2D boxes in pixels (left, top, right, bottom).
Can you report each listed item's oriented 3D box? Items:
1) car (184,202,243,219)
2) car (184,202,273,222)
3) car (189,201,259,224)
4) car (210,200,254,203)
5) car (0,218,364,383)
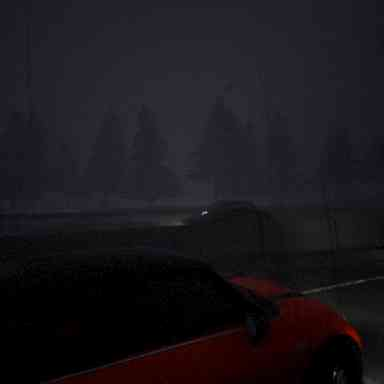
[{"bbox_3d":[1.838,1.524,28.359,4.718,1.301,1.895,0,0,-23],"label":"car"},{"bbox_3d":[1.862,1.462,16.794,4.892,1.490,1.837,0,0,-26],"label":"car"},{"bbox_3d":[2.411,1.441,24.747,4.892,1.490,1.837,0,0,-23],"label":"car"},{"bbox_3d":[2.118,1.298,20.788,4.553,1.767,2.097,0,0,-24],"label":"car"},{"bbox_3d":[-0.397,1.340,3.161,4.553,1.767,2.097,0,0,-34],"label":"car"}]
